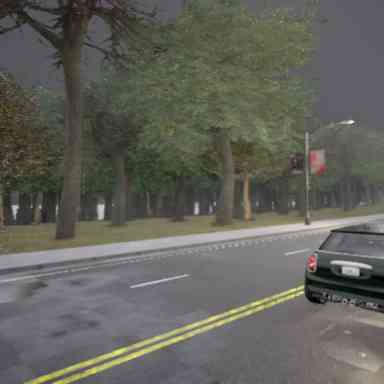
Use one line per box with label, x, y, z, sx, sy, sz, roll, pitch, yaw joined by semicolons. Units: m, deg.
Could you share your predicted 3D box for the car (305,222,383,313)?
car;4.506;1.495;7.563;4.553;1.767;2.097;1;-2;-42
